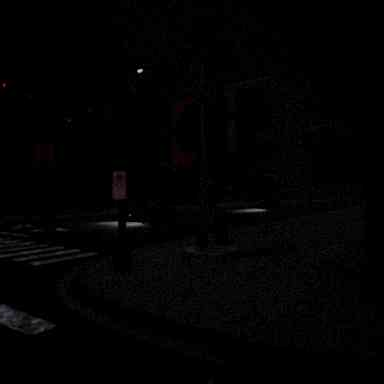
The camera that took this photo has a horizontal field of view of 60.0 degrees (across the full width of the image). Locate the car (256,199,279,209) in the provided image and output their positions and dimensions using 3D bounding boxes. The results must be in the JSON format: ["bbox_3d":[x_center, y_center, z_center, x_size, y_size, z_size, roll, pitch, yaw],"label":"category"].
[{"bbox_3d":[10.474,1.542,46.030,2.128,1.511,4.902,0,0,36],"label":"car"}]

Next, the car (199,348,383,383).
[{"bbox_3d":[1.851,1.552,1.526,4.403,1.369,2.008,0,0,36],"label":"car"}]

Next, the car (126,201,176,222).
[{"bbox_3d":[-3.216,1.504,26.721,1.837,1.490,4.892,0,0,35],"label":"car"}]
